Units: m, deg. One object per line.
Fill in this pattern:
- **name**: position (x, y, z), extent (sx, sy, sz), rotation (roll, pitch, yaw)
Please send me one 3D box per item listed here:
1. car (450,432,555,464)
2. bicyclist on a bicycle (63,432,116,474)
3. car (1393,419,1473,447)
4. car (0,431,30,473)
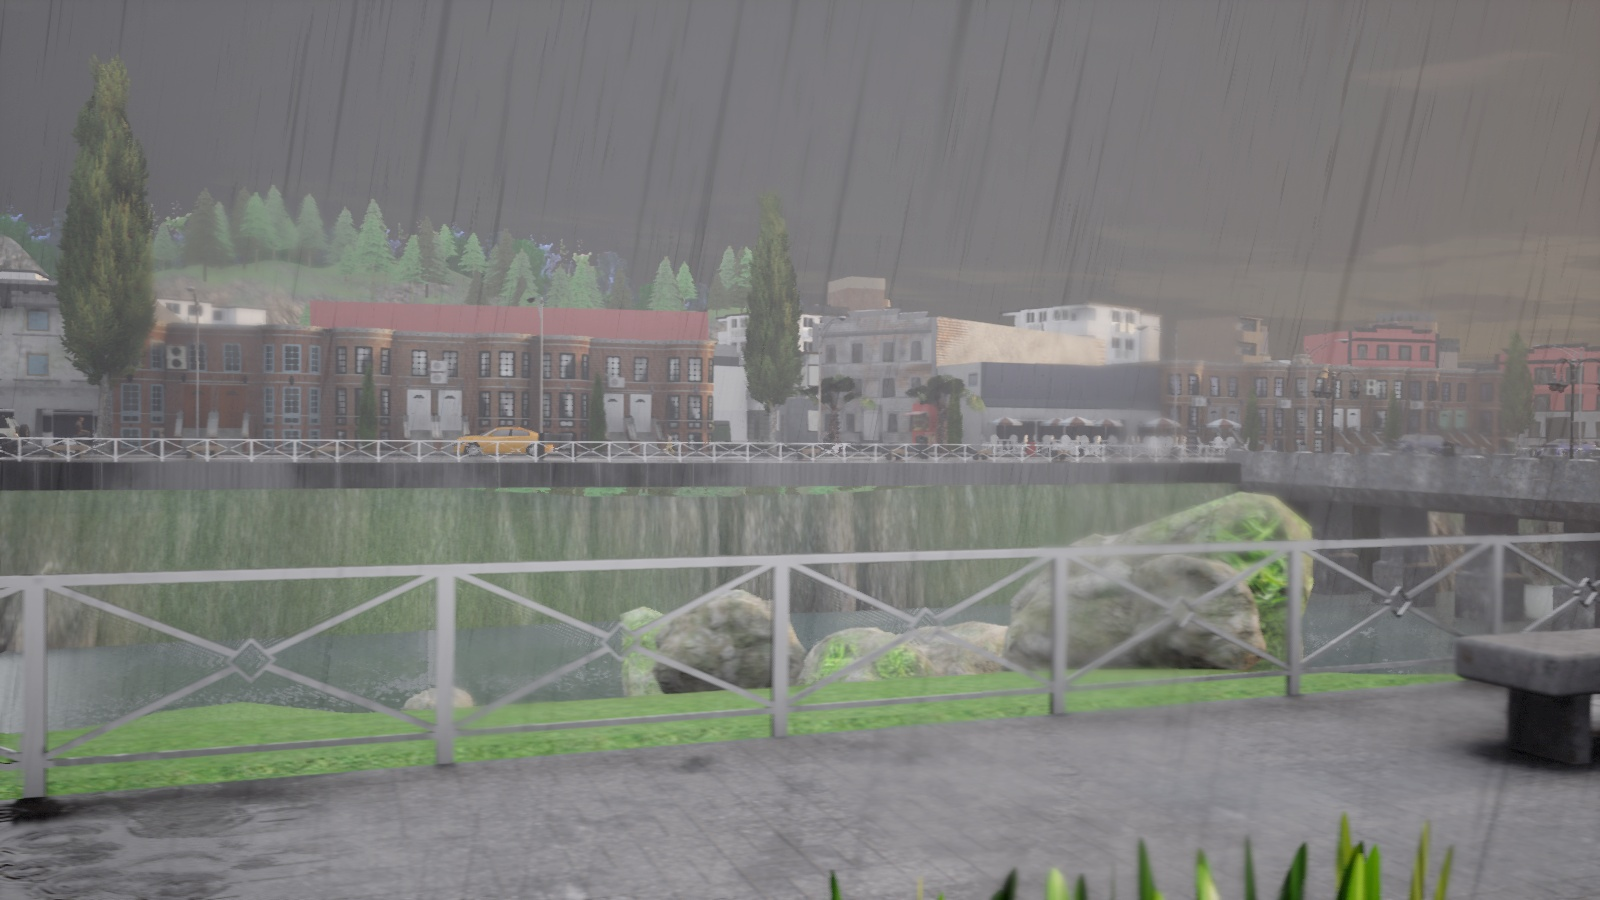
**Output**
- **car**: position (-15.154, -0.101, 63.977), extent (5.008, 1.535, 1.882), rotation (-1, 1, -21)
- **bicyclist on a bicycle**: position (-30.471, 0.121, 53.882), extent (1.843, 1.776, 0.659), rotation (-1, 1, -21)
- **car**: position (40.798, -1.102, 80.958), extent (4.553, 1.767, 2.097), rotation (-1, 1, -21)
- **car**: position (-37.011, 0.109, 55.669), extent (4.605, 1.855, 1.932), rotation (-1, 1, -21)
